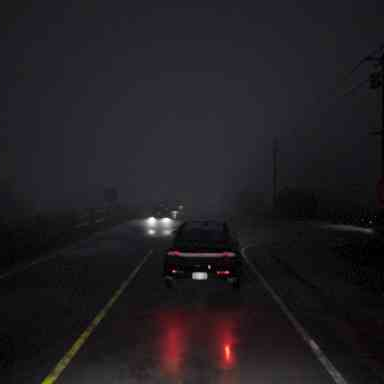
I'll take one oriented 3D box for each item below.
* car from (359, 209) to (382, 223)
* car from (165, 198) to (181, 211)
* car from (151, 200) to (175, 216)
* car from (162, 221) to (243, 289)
[{"bbox_3d":[14.140,1.681,22.942,4.892,1.490,1.837,-1,0,-2],"label":"car"},{"bbox_3d":[-3.049,1.631,45.192,2.097,1.767,4.553,0,0,1],"label":"car"},{"bbox_3d":[-3.180,1.817,34.915,1.895,1.301,4.718,0,0,1],"label":"car"},{"bbox_3d":[0.386,1.551,9.373,2.128,1.511,4.902,0,0,5],"label":"car"}]
